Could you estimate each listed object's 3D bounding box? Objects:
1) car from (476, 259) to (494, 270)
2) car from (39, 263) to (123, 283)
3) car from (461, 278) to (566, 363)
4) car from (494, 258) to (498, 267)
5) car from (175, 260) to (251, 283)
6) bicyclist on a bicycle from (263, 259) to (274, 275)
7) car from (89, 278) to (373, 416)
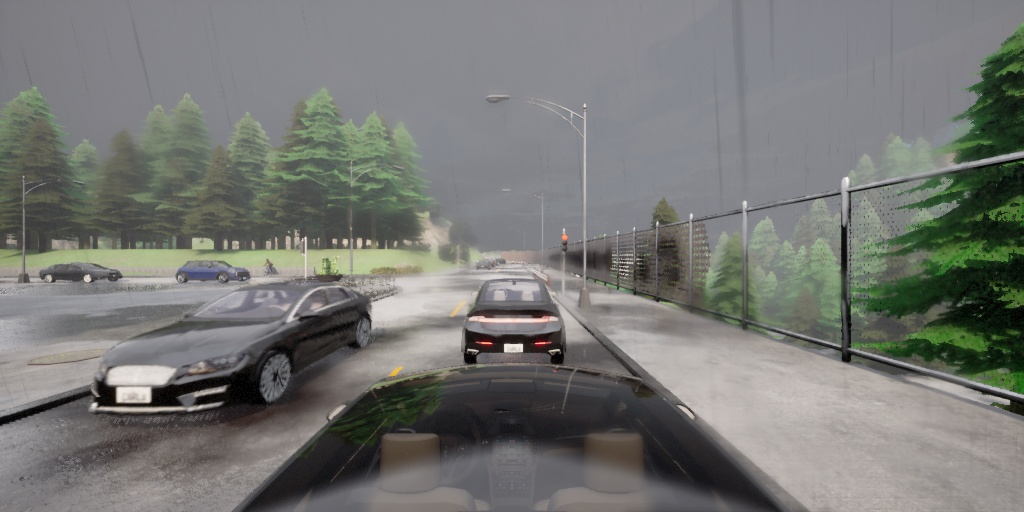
[{"bbox_3d":[-4.084,1.255,52.501,1.837,1.490,4.892,0,0,0],"label":"car"},{"bbox_3d":[-32.583,1.255,27.177,4.892,1.490,1.837,0,0,0],"label":"car"},{"bbox_3d":[0.048,1.241,8.081,2.128,1.511,4.902,0,0,1],"label":"car"},{"bbox_3d":[-4.051,1.228,62.992,1.882,1.535,5.008,0,0,0],"label":"car"},{"bbox_3d":[-22.512,1.102,27.167,4.553,1.767,2.097,0,0,0],"label":"car"},{"bbox_3d":[-24.148,1.099,35.566,0.582,1.620,1.656,0,0,0],"label":"bicyclist on a bicycle"},{"bbox_3d":[-4.098,1.241,6.337,2.128,1.511,4.902,0,0,0],"label":"car"}]
